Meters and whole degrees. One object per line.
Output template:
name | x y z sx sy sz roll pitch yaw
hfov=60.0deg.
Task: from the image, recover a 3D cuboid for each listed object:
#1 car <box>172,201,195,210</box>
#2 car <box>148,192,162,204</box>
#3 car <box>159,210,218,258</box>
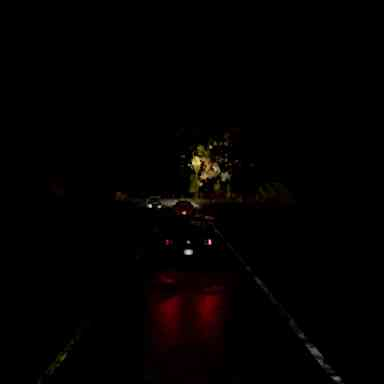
car | -0.726 1.476 28.934 1.812 1.442 4.674 0 0 -2
car | -6.525 1.093 59.054 2.150 2.045 5.566 0 0 -5
car | -0.140 1.584 12.585 1.895 1.301 4.718 0 0 -1
